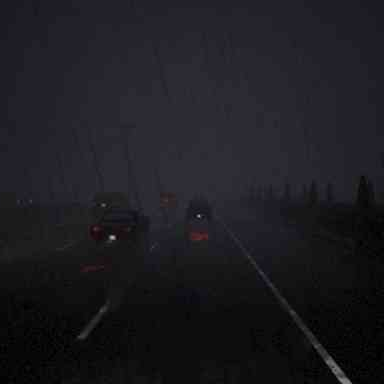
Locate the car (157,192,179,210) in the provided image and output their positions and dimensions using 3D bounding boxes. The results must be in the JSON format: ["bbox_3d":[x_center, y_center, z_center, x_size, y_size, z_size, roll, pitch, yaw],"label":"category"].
[{"bbox_3d":[-2.752,1.007,38.434,2.150,2.045,5.566,0,0,1],"label":"car"}]

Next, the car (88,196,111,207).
[{"bbox_3d":[-13.221,1.341,47.811,1.837,1.490,4.892,0,-2,2],"label":"car"}]

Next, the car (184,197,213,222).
[{"bbox_3d":[0.512,1.369,24.783,1.837,1.490,4.892,0,0,1],"label":"car"}]

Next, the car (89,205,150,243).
[{"bbox_3d":[-3.147,1.511,15.542,1.895,1.301,4.718,0,0,1],"label":"car"}]

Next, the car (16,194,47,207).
[{"bbox_3d":[-20.338,1.102,42.394,2.097,1.767,4.553,0,0,1],"label":"car"}]

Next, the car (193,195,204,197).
[{"bbox_3d":[0.820,1.135,42.642,2.097,1.767,4.553,0,0,1],"label":"car"}]

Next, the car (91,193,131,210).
[{"bbox_3d":[-6.450,1.064,27.084,2.150,2.045,5.566,0,0,1],"label":"car"}]
